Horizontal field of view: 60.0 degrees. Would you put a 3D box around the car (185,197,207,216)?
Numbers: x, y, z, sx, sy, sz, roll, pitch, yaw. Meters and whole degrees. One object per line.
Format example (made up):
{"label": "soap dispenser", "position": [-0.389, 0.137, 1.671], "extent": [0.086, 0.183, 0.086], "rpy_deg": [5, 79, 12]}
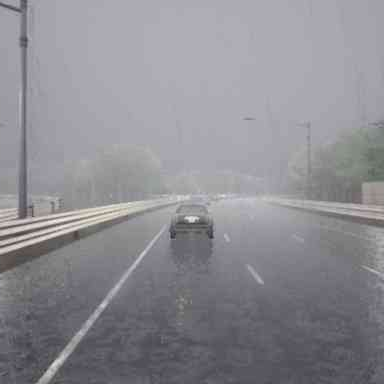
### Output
{"label": "car", "position": [0.481, 1.415, 34.567], "extent": [2.097, 1.767, 4.553], "rpy_deg": [0, 0, 3]}

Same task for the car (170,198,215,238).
{"label": "car", "position": [0.007, 1.382, 17.920], "extent": [2.097, 1.767, 4.553], "rpy_deg": [0, 0, 0]}

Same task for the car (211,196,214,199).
{"label": "car", "position": [2.234, 1.710, 57.737], "extent": [1.895, 1.301, 4.718], "rpy_deg": [0, 0, 6]}

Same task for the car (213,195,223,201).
{"label": "car", "position": [6.180, 1.522, 85.699], "extent": [2.097, 1.767, 4.553], "rpy_deg": [0, 0, 10]}
